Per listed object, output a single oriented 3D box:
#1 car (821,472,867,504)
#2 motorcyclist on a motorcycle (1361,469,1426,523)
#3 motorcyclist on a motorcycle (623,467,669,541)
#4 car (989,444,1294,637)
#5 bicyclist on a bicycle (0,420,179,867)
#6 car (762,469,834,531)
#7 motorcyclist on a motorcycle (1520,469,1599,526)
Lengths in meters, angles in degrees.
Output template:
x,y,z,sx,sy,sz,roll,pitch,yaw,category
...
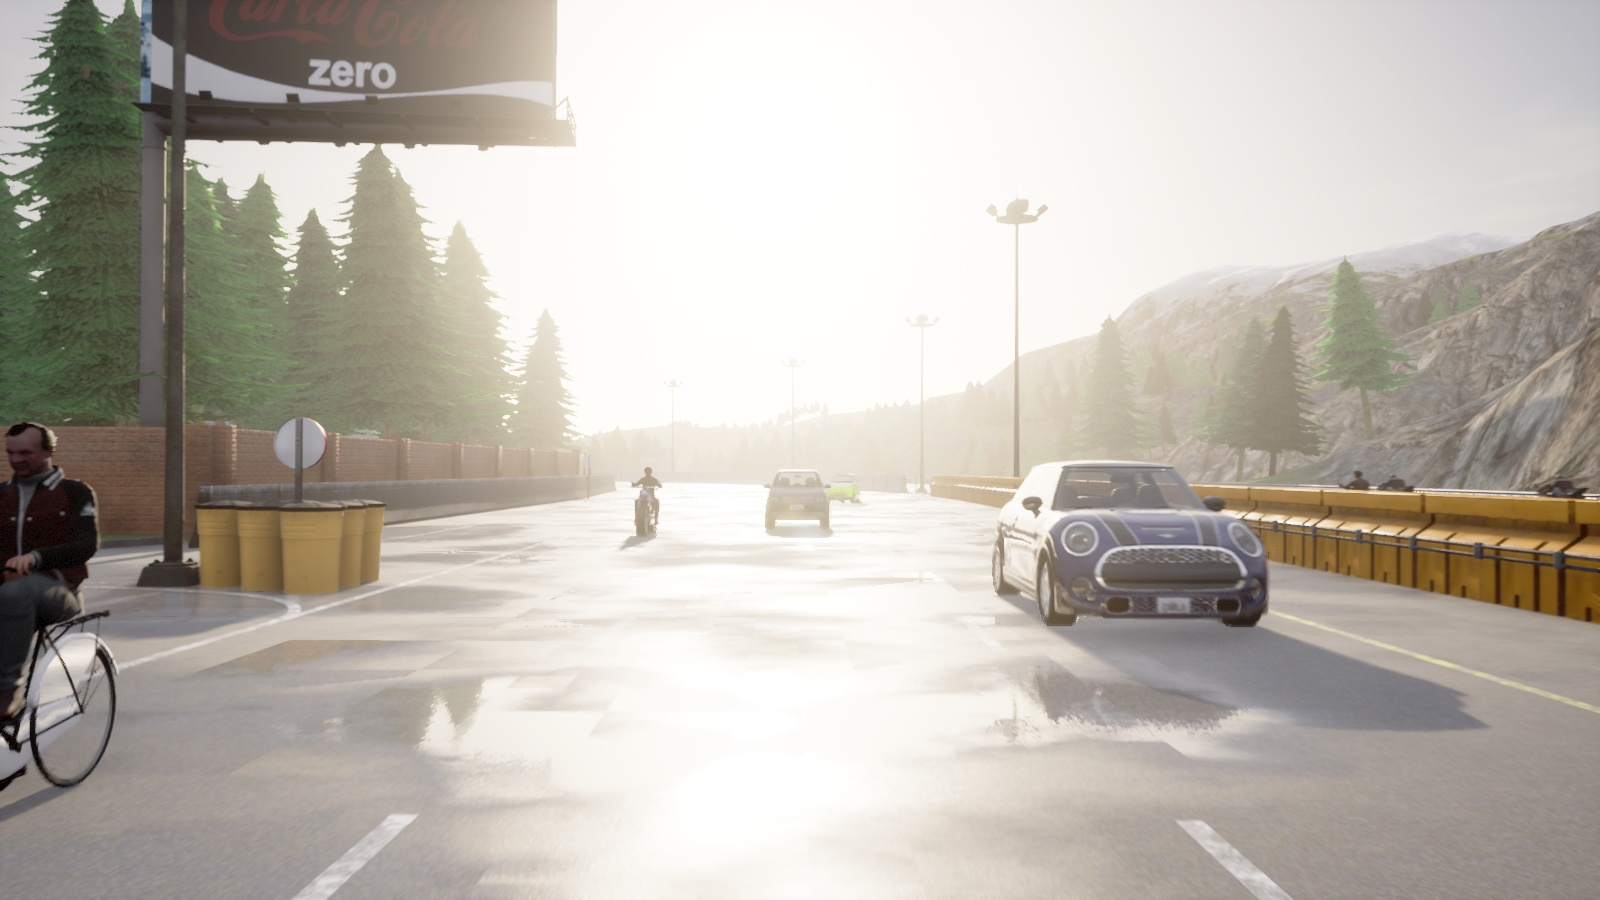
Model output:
x,y,z,sx,sy,sz,roll,pitch,yaw,category
2.001,1.714,56.884,1.481,1.376,2.207,-1,-2,19,car
17.439,1.334,36.961,0.866,1.530,2.191,0,-1,0,motorcyclist on a motorcycle
-3.549,1.215,29.127,0.766,1.649,2.350,0,-1,0,motorcyclist on a motorcycle
3.475,0.864,13.798,2.097,1.767,4.553,0,-1,0,car
-3.511,0.780,5.511,0.659,1.776,1.843,0,-1,0,bicyclist on a bicycle
-0.057,1.296,33.437,1.789,1.549,3.705,0,-1,0,car
20.942,1.285,34.667,0.866,1.530,2.191,0,-1,0,motorcyclist on a motorcycle
